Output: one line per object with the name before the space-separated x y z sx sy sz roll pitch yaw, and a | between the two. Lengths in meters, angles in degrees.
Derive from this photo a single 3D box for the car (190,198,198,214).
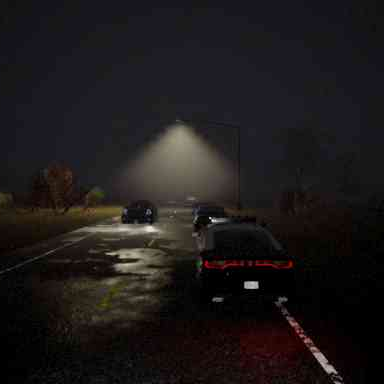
car | 0.995 1.450 24.290 1.882 1.535 5.008 0 0 0

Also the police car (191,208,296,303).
police car | 1.031 1.419 8.397 1.930 1.638 5.238 0 0 0

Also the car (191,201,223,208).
car | 1.008 1.488 18.288 1.837 1.490 4.892 0 0 0

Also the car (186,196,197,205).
car | -0.144 1.407 59.126 1.812 1.442 4.674 0 0 0

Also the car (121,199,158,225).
car | -3.655 1.325 23.929 2.097 1.767 4.553 0 0 0

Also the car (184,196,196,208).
car | -0.072 1.415 45.792 2.128 1.511 4.902 0 0 0

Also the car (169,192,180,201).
car | -3.910 1.039 74.900 2.150 2.045 5.566 0 0 -1
